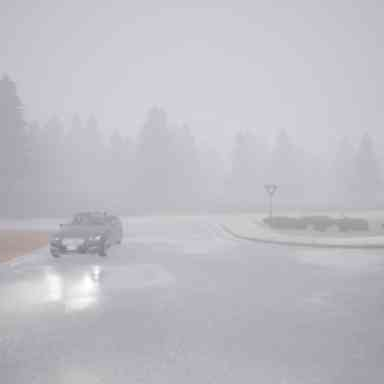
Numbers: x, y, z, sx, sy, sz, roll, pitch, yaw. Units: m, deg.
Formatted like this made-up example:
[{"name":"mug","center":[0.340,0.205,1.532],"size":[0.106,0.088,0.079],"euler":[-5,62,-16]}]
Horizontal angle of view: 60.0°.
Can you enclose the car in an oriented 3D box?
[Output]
[{"name":"car","center":[-3.920,1.527,13.073],"size":[2.128,1.511,4.902],"euler":[0,0,-2]}]
